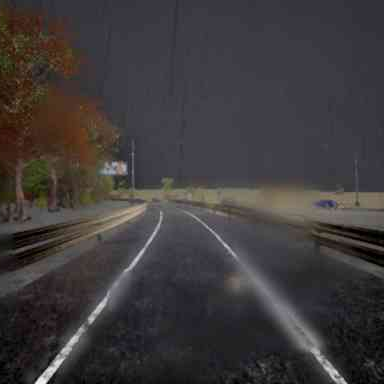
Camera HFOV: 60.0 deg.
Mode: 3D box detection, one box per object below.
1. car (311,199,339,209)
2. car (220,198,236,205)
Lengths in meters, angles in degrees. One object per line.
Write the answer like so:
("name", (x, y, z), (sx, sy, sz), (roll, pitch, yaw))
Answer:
("car", (21.530, 1.927, 53.970), (1.812, 1.442, 4.674), (0, -1, -25))
("car", (8.782, 2.301, 81.078), (2.097, 1.767, 4.553), (0, -1, -25))
